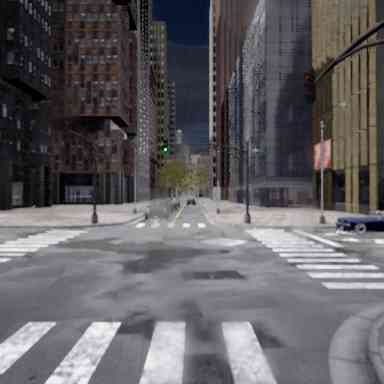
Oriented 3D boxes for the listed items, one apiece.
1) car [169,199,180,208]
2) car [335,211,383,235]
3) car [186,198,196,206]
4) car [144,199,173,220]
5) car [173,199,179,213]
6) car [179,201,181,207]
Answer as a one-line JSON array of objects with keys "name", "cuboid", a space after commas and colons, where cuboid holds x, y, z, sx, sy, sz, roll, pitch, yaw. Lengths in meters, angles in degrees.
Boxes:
[{"name": "car", "cuboid": [-3.160, 2.053, 61.732, 1.882, 1.535, 5.008, 0, -1, 0]}, {"name": "car", "cuboid": [11.062, 1.787, 19.631, 4.718, 1.301, 1.895, 0, 0, 0]}, {"name": "car", "cuboid": [-0.191, 2.180, 72.691, 1.837, 1.490, 4.892, 0, -1, 0]}, {"name": "car", "cuboid": [-3.153, 1.642, 31.121, 2.097, 1.767, 4.553, 0, -1, 0]}, {"name": "car", "cuboid": [-3.161, 1.875, 41.170, 2.128, 1.511, 4.902, 0, -1, 0]}, {"name": "car", "cuboid": [-3.126, 1.983, 51.355, 1.837, 1.490, 4.892, 0, -1, 0]}]
